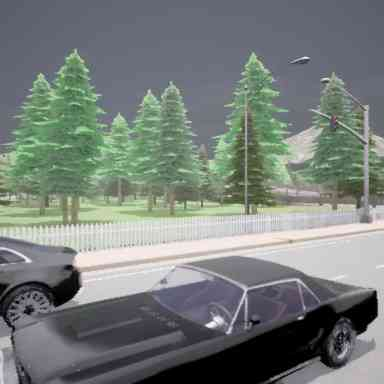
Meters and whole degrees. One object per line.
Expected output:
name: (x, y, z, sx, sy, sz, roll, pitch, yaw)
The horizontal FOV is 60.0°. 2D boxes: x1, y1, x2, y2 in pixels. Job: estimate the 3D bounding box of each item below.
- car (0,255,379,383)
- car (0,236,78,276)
car: (0.293, 1.601, 4.194, 4.718, 1.301, 1.895, 0, 0, -35)
car: (-4.264, 1.491, 5.255, 4.902, 1.511, 2.128, 0, 0, -35)
